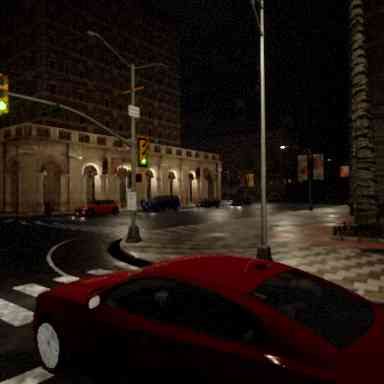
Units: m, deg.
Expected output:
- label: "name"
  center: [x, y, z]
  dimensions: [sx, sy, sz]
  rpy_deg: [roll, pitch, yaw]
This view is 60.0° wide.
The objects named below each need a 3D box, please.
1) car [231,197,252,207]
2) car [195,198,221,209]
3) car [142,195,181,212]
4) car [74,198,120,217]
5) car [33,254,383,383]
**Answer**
- label: "car"
  center: [8.629, 1.713, 57.739]
  dimensions: [1.837, 1.490, 4.892]
  rpy_deg: [0, 0, 37]
- label: "car"
  center: [2.451, 1.698, 49.709]
  dimensions: [2.128, 1.511, 4.902]
  rpy_deg: [0, 0, 38]
- label: "car"
  center: [-3.735, 1.425, 41.693]
  dimensions: [2.150, 2.045, 5.566]
  rpy_deg: [0, 0, 38]
- label: "car"
  center: [-9.716, 1.553, 34.041]
  dimensions: [2.097, 1.767, 4.553]
  rpy_deg: [-1, 0, 39]
- label: "car"
  center: [0.045, 1.494, 3.881]
  dimensions: [5.008, 1.535, 1.882]
  rpy_deg: [0, 0, 38]
